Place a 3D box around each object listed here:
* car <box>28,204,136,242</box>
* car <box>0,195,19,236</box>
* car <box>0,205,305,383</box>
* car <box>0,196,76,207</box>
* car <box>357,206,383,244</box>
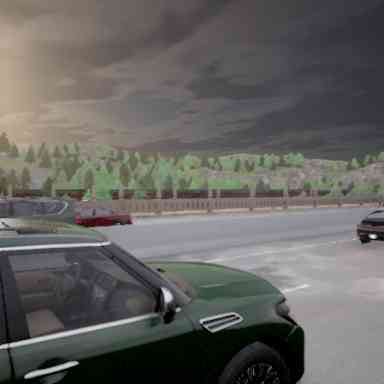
[{"bbox_3d":[-5.578,1.477,17.209,5.008,1.535,1.882,0,0,-35],"label":"car"},{"bbox_3d":[-12.053,1.222,16.877,5.566,2.045,2.150,0,0,-36],"label":"car"},{"bbox_3d":[-1.486,1.221,2.687,5.566,2.045,2.150,0,0,-35],"label":"car"},{"bbox_3d":[-6.800,1.222,12.039,5.566,2.045,2.150,0,0,-35],"label":"car"},{"bbox_3d":[9.124,1.505,14.556,4.892,1.490,1.837,0,0,-36],"label":"car"}]
